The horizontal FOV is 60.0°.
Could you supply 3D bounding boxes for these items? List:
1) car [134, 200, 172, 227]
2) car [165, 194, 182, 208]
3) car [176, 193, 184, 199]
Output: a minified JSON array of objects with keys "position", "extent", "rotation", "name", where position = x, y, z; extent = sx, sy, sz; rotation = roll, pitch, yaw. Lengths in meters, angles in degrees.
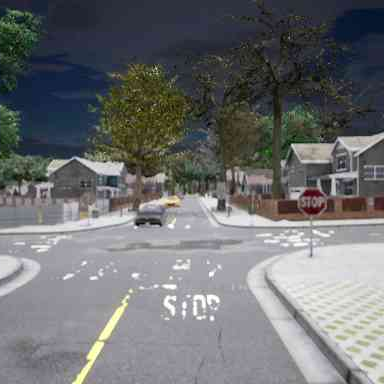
[{"position":[-2.758,1.578,23.329],"extent":[2.033,1.411,5.357],"rotation":[0,0,0],"name":"car"},{"position":[-2.749,1.411,46.892],"extent":[1.882,1.535,5.008],"rotation":[0,1,0],"name":"car"},{"position":[-2.747,0.988,71.921],"extent":[2.097,1.767,4.553],"rotation":[0,1,0],"name":"car"}]
